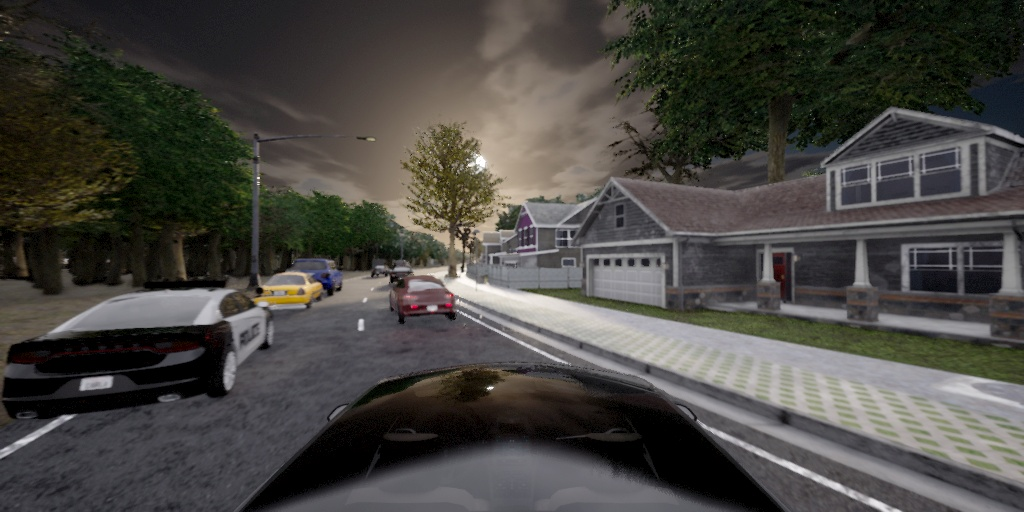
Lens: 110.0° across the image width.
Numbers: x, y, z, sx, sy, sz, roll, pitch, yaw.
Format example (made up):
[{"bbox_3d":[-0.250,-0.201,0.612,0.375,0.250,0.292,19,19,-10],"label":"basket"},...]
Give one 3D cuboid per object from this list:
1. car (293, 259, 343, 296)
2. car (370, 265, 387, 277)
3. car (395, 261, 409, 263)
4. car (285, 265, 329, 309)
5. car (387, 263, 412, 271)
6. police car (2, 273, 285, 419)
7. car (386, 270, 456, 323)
[{"bbox_3d":[-11.374,1.203,21.062,2.150,2.045,5.566,0,-1,-18],"label":"car"},{"bbox_3d":[-15.867,1.791,43.740,1.812,1.442,4.674,0,-1,-9],"label":"car"},{"bbox_3d":[-17.994,1.775,59.120,2.150,2.045,5.566,0,-1,-5],"label":"car"},{"bbox_3d":[-9.440,1.366,15.578,1.801,1.575,5.366,0,-1,-21],"label":"car"},{"bbox_3d":[-9.087,1.574,29.862,1.882,1.535,5.008,0,-1,-16],"label":"car"},{"bbox_3d":[-5.621,1.222,6.300,1.930,1.638,5.238,0,-1,-24],"label":"police car"},{"bbox_3d":[-3.275,1.413,12.819,1.812,1.442,4.674,0,-1,-23],"label":"car"}]
